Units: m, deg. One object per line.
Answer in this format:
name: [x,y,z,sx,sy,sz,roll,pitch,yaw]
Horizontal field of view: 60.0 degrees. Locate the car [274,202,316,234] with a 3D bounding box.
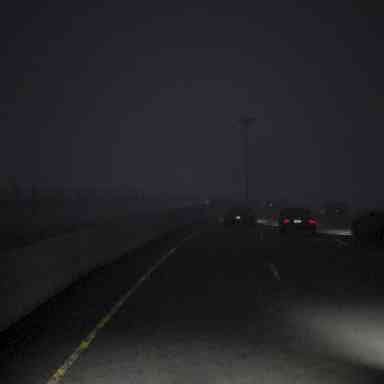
car: [6.032,1.553,19.362,2.033,1.411,5.357,0,0,13]

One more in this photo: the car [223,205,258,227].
car: [3.367,1.562,22.669,1.994,1.385,4.181,0,0,14]

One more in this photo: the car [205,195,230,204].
car: [3.448,1.340,43.337,2.097,1.767,4.553,0,0,26]

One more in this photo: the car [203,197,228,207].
car: [3.654,1.492,51.294,1.837,1.490,4.892,0,-1,29]

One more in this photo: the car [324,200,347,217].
car: [13.861,1.510,32.073,2.128,1.511,4.902,0,0,22]

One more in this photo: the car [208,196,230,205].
car: [4.950,1.463,60.544,1.882,1.535,5.008,0,0,30]

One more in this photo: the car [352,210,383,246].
car: [8.729,1.540,14.987,1.812,1.442,4.674,0,0,10]

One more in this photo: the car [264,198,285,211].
car: [10.304,1.509,40.995,2.163,1.488,4.792,0,0,26]
